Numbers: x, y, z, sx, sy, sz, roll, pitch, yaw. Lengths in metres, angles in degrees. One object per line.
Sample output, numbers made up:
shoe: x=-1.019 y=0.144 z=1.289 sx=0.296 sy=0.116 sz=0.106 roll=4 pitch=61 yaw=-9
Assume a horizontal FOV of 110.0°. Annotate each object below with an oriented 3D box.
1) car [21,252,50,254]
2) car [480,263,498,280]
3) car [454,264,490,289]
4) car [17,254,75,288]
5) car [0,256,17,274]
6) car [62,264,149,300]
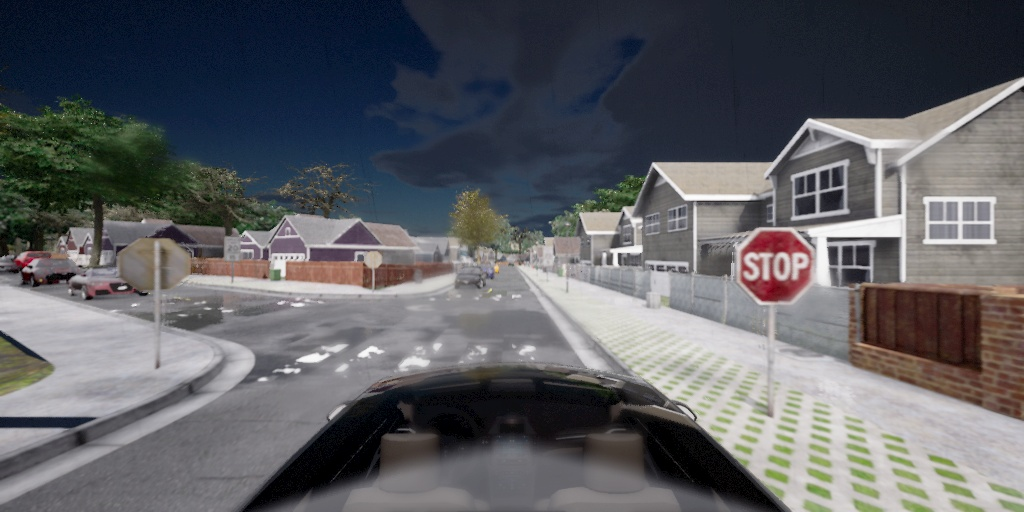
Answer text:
car: x=-51.837 y=0.563 z=38.898 sx=5.566 sy=2.045 sz=2.150 roll=1 pitch=0 yaw=29
car: x=-2.904 y=1.536 z=37.198 sx=2.097 sy=1.767 sz=4.553 roll=0 pitch=-1 yaw=0
car: x=-2.936 y=1.541 z=26.046 sx=1.837 sy=1.490 sz=4.892 roll=0 pitch=-1 yaw=2
car: x=-28.422 y=0.946 z=22.285 sx=4.553 sy=1.767 sz=2.097 roll=0 pitch=0 yaw=30
car: x=-47.186 y=0.934 z=32.982 sx=4.674 sy=1.442 sz=1.812 roll=0 pitch=0 yaw=30
car: x=-19.207 y=1.235 z=17.075 sx=4.181 sy=1.385 sz=1.994 roll=1 pitch=0 yaw=30
